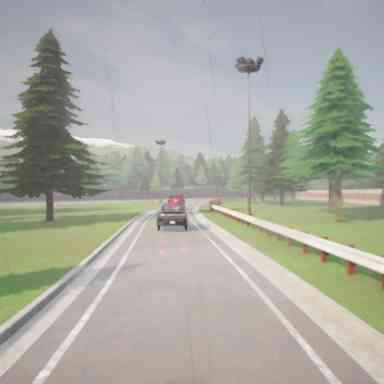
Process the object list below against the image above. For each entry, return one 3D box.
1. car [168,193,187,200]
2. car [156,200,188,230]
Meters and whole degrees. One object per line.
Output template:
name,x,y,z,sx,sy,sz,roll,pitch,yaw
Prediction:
car,-1.904,1.206,42.692,2.150,2.045,5.566,0,0,2
car,-1.244,1.487,21.010,2.128,1.511,4.902,0,0,-4
